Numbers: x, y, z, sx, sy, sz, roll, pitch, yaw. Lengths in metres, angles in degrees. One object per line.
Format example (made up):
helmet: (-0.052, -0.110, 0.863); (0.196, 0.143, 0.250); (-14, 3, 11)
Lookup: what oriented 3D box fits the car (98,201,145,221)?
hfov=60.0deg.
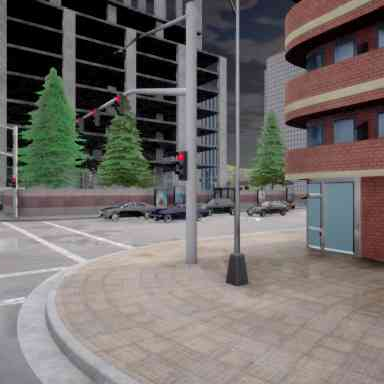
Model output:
car: (-5.285, 1.547, 27.596); (4.902, 1.511, 2.128); (0, 0, -35)

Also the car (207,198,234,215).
car: (2.202, 1.407, 32.889); (4.553, 1.767, 2.097); (0, 0, -35)

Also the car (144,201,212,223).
car: (-1.023, 1.656, 26.323); (4.718, 1.301, 1.895); (0, 0, -35)

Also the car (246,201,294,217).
car: (7.360, 1.581, 32.243); (4.674, 1.442, 1.812); (0, 0, -35)
